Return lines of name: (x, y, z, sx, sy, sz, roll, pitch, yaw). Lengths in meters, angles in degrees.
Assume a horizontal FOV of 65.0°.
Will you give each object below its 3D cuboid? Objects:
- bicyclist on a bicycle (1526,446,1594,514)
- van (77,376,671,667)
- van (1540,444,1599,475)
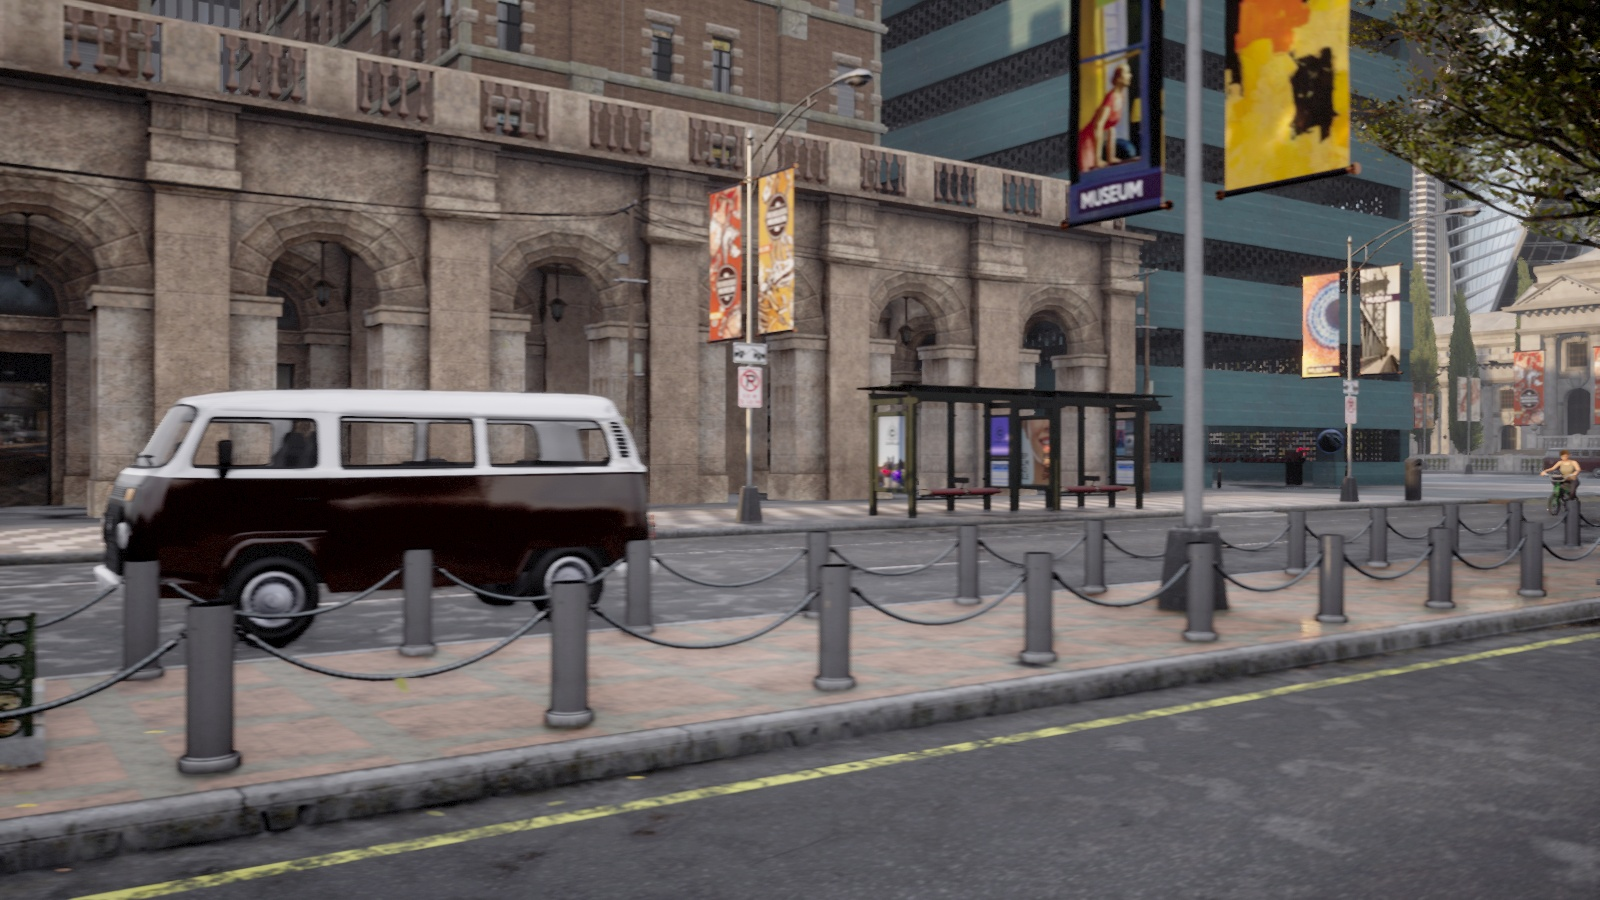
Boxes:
bicyclist on a bicycle: (18.492, 0.717, 30.536, 1.509, 1.612, 0.866, 0, 0, -35)
van: (-3.598, 0.503, 10.903, 4.480, 2.038, 2.069, 0, 0, -35)
van: (51.239, 0.591, 82.260, 1.775, 1.987, 4.442, 0, 0, -35)
